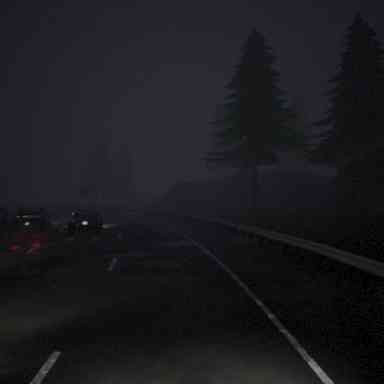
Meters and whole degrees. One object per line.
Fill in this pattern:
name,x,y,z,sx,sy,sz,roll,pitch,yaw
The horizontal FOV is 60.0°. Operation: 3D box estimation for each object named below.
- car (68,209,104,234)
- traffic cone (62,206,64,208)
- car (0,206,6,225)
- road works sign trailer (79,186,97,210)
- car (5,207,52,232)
car,-6.632,1.783,21.004,1.994,1.385,4.181,0,-1,-14
traffic cone,-21.231,2.537,54.258,0.340,0.580,0.340,0,-1,-38
car,-15.674,1.854,26.622,2.033,1.411,5.357,0,-1,-21
road works sign trailer,-15.773,0.982,49.651,2.380,3.560,2.880,0,-1,-38
car,-10.688,1.741,22.471,2.128,1.511,4.902,0,-1,-17
